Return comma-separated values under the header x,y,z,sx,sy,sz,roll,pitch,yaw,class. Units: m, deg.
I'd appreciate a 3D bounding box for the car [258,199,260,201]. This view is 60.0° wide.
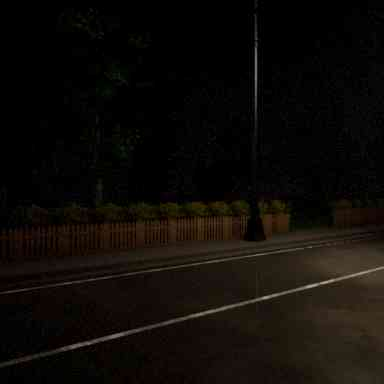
x,y,z,sx,sy,sz,roll,pitch,yaw,class
11.538,1.525,65.684,1.812,1.442,4.674,0,0,-34,car
